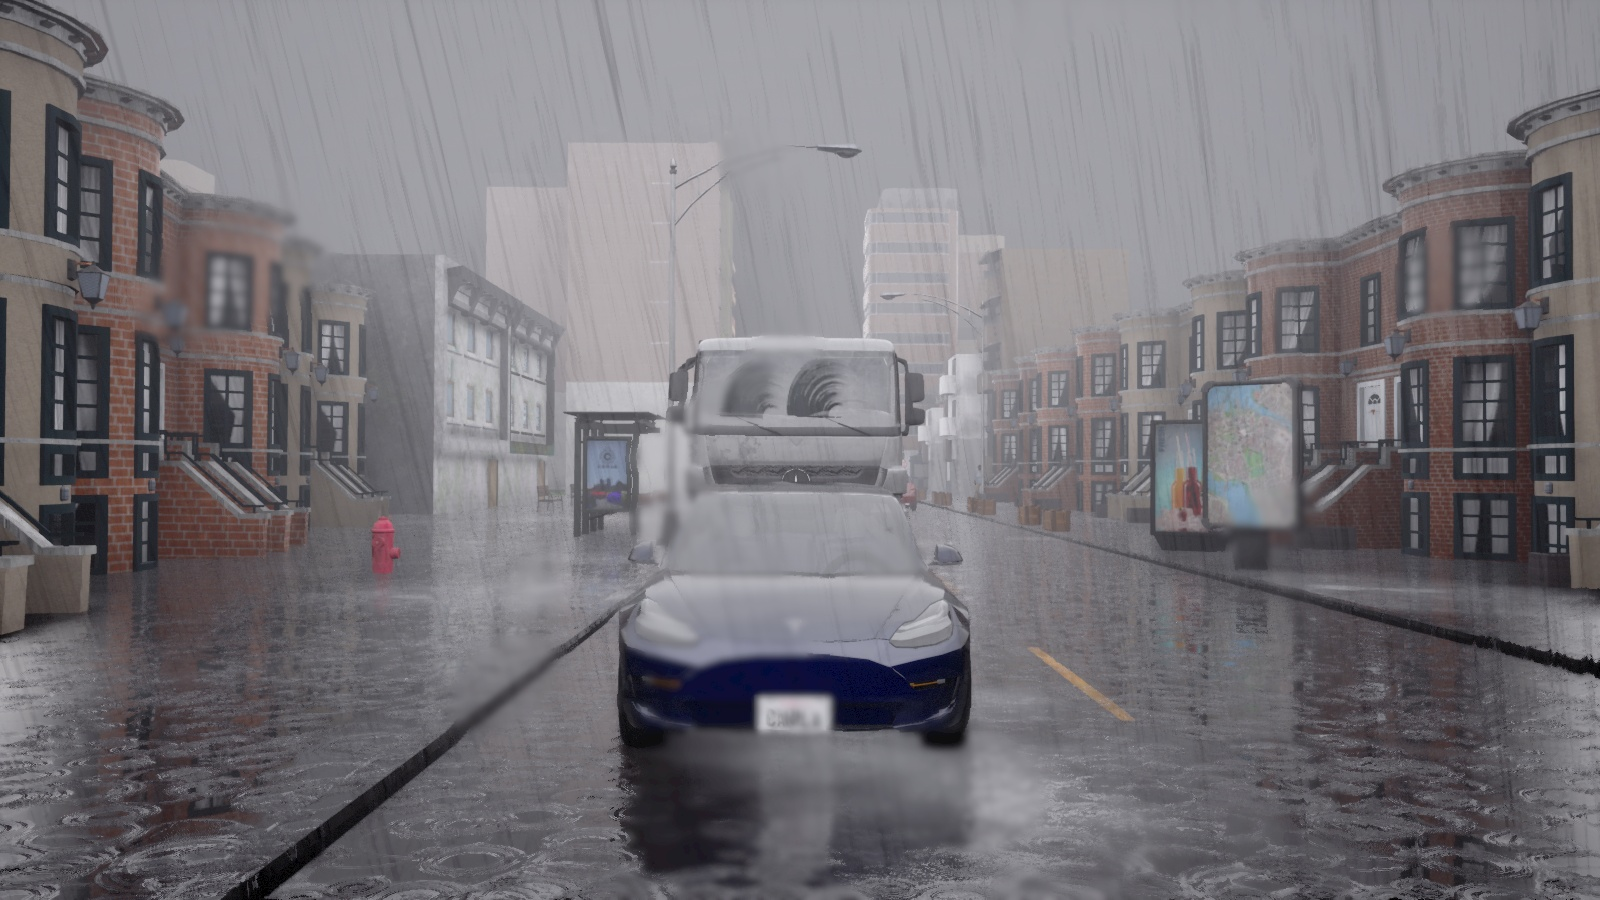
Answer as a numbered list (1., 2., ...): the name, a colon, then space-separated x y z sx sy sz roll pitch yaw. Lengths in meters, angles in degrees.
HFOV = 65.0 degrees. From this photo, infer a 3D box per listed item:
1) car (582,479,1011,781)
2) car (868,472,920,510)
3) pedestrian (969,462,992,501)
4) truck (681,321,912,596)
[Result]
1. car: -0.024 0.961 8.751 2.163 1.488 4.792 0 -1 0
2. car: 3.860 1.683 51.915 1.845 1.501 3.633 0 -1 0
3. pedestrian: 8.512 1.483 59.290 0.874 1.855 0.900 0 -1 -5
4. truck: -0.057 0.165 19.823 2.891 3.462 7.936 0 -1 0
